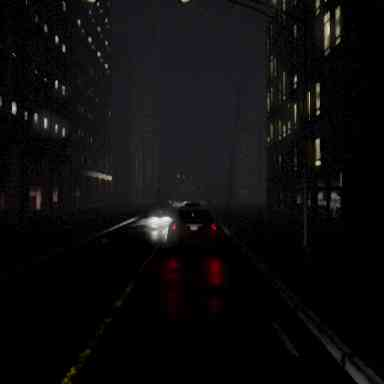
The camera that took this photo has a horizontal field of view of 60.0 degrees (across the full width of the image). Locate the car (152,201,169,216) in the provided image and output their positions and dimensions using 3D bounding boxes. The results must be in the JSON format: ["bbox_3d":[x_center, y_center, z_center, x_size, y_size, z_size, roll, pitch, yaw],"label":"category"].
[{"bbox_3d":[-3.106,1.704,35.066,2.128,1.511,4.902,0,0,0],"label":"car"}]

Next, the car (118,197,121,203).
[{"bbox_3d":[-19.219,1.835,79.741,4.097,1.590,1.967,0,-1,-1],"label":"car"}]

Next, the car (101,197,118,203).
[{"bbox_3d":[-18.907,1.839,71.104,4.829,1.417,1.752,0,-1,-1],"label":"car"}]

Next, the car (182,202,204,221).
[{"bbox_3d":[0.082,1.691,30.639,1.837,1.490,4.892,0,0,0],"label":"car"}]

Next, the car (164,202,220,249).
[{"bbox_3d":[0.082,1.446,15.139,2.097,1.767,4.553,0,0,0],"label":"car"}]
